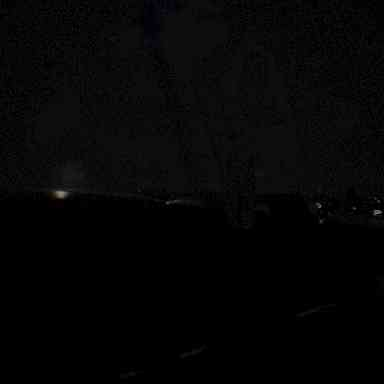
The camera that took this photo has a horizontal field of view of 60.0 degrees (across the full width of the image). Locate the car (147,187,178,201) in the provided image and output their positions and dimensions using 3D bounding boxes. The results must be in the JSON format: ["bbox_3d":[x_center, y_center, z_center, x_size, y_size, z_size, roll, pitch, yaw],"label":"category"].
[{"bbox_3d":[-3.688,0.381,43.748,1.994,1.385,4.181,-3,4,-36],"label":"car"}]

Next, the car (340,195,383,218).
[{"bbox_3d":[13.063,1.012,24.968,1.837,1.490,4.892,-2,3,-32],"label":"car"}]

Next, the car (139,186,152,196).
[{"bbox_3d":[-6.797,-0.113,53.159,1.837,1.490,4.892,-3,4,-34],"label":"car"}]

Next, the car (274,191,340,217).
[{"bbox_3d":[8.748,0.881,26.142,2.097,1.767,4.553,-3,4,-35],"label":"car"}]

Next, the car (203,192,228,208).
[{"bbox_3d":[2.985,0.761,34.298,1.994,1.385,4.181,-3,4,-35],"label":"car"}]
